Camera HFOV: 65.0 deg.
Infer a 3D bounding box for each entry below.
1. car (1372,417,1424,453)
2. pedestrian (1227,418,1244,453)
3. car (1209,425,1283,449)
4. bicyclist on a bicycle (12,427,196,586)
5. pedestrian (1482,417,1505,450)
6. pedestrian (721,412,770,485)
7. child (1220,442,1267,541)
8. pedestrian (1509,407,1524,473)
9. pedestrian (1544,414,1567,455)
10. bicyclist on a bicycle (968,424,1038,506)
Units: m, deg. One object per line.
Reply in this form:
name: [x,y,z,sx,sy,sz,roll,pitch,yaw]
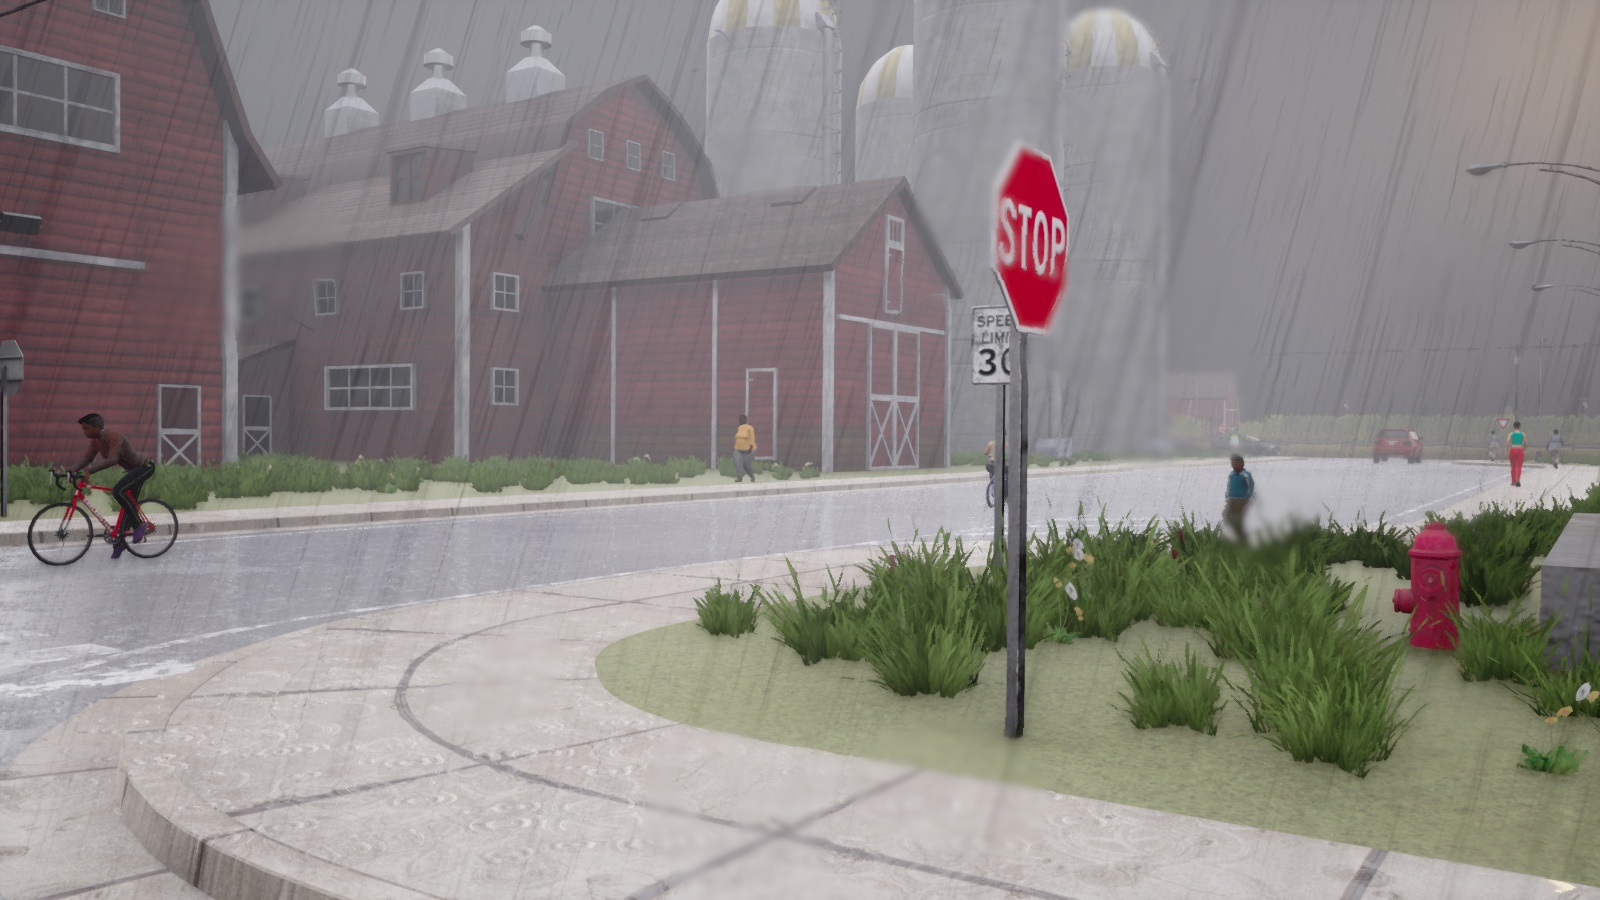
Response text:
car: [35.622,-0.893,74.757,2.150,2.045,5.566,0,1,32]
pedestrian: [24.722,-0.810,71.242,0.659,1.952,0.873,0,1,36]
car: [32.251,-0.956,90.770,4.611,1.667,2.242,0,1,33]
bicyclist on a bicycle: [-7.559,0.565,13.712,0.582,1.620,1.656,0,1,33]
pedestrian: [39.814,-0.958,72.125,0.874,1.855,0.900,0,1,7]
pedestrian: [-1.412,-0.043,32.395,0.874,1.855,0.900,0,1,35]
child: [5.490,0.505,15.551,0.448,1.192,0.343,-1,1,-36]
pedestrian: [20.107,-0.277,35.247,0.345,1.836,0.594,0,1,33]
pedestrian: [34.412,-0.706,57.202,0.874,1.855,0.900,0,1,30]
bicyclist on a bicycle: [4.136,0.282,25.516,0.866,1.612,1.509,0,1,33]
